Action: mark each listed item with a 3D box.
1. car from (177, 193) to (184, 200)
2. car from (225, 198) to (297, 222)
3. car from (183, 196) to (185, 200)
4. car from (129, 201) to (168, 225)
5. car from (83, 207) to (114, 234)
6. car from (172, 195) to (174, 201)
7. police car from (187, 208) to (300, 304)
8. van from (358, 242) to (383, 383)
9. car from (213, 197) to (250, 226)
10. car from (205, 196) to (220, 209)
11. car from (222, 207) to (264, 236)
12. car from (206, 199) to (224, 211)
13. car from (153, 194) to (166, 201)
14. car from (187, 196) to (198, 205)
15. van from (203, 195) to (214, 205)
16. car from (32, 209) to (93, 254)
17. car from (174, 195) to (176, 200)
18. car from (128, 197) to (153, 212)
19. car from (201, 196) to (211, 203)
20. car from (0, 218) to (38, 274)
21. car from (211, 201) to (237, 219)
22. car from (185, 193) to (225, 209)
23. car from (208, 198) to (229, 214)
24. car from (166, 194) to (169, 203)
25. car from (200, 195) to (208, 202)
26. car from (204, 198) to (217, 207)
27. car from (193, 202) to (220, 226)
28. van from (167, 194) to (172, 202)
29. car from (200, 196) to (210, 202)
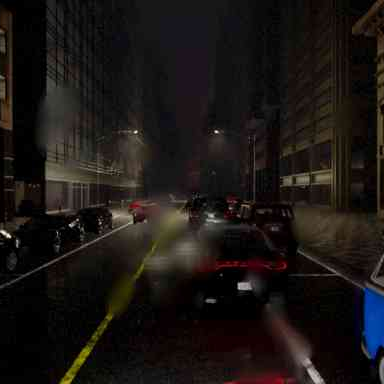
[{"bbox_3d":[-2.821,1.639,95.442,1.895,1.301,4.718,0,0,0],"label":"car"},{"bbox_3d":[2.784,1.315,13.484,2.192,1.841,5.009,0,0,0],"label":"car"},{"bbox_3d":[0.110,1.577,45.790,1.994,1.385,4.181,0,0,1],"label":"car"},{"bbox_3d":[-3.054,1.604,24.217,1.895,1.301,4.718,0,0,0],"label":"car"},{"bbox_3d":[-5.730,1.568,19.089,1.947,1.339,4.313,0,0,0],"label":"car"},{"bbox_3d":[-5.624,1.572,75.111,1.887,1.381,4.507,0,0,0],"label":"car"},{"bbox_3d":[0.915,1.425,8.333,1.930,1.638,5.238,0,0,0],"label":"police car"},{"bbox_3d":[2.763,1.341,2.281,1.690,1.788,3.998,0,0,0],"label":"van"},{"bbox_3d":[2.805,1.318,24.688,2.192,1.841,5.009,0,0,0],"label":"car"},{"bbox_3d":[2.848,1.453,47.095,1.967,1.590,4.097,0,0,0],"label":"car"},{"bbox_3d":[2.796,1.583,19.086,1.802,1.307,4.206,0,0,0],"label":"car"},{"bbox_3d":[2.838,1.577,41.493,1.947,1.339,4.313,0,0,0],"label":"car"},{"bbox_3d":[-5.667,1.456,52.702,1.967,1.590,4.097,0,0,0],"label":"car"},{"bbox_3d":[0.115,1.568,61.477,2.033,1.411,5.357,0,0,0],"label":"car"},{"bbox_3d":[2.869,1.360,58.298,1.690,1.788,3.998,0,0,0],"label":"van"},{"bbox_3d":[-5.740,1.567,13.487,1.947,1.339,4.313,0,0,0],"label":"car"},{"bbox_3d":[-5.614,1.575,80.713,1.887,1.381,4.507,0,0,0],"label":"car"},{"bbox_3d":[-5.698,1.553,35.896,1.887,1.381,4.507,0,0,0],"label":"car"},{"bbox_3d":[2.890,1.569,69.501,1.887,1.381,4.507,0,0,0],"label":"car"},{"bbox_3d":[-5.751,1.551,7.886,2.008,1.369,4.403,0,0,0],"label":"car"},{"bbox_3d":[2.817,1.571,30.290,1.947,1.339,4.313,0,0,0],"label":"car"},{"bbox_3d":[0.887,1.224,18.253,2.150,2.045,5.566,0,0,0],"label":"car"},{"bbox_3d":[2.827,1.448,35.891,1.967,1.590,4.097,0,0,0],"label":"car"},{"bbox_3d":[-5.656,1.564,58.304,1.887,1.381,4.507,0,0,0],"label":"car"},{"bbox_3d":[2.911,1.470,80.706,1.967,1.590,4.097,0,0,0],"label":"car"},{"bbox_3d":[2.859,1.598,52.697,1.802,1.307,4.206,0,0,0],"label":"car"},{"bbox_3d":[0.945,1.529,24.224,1.812,1.442,4.674,0,0,0],"label":"car"},{"bbox_3d":[-5.636,1.365,69.509,1.690,1.788,3.998,0,0,0],"label":"van"},{"bbox_3d":[2.901,1.572,75.104,1.887,1.381,4.507,0,0,0],"label":"car"}]
